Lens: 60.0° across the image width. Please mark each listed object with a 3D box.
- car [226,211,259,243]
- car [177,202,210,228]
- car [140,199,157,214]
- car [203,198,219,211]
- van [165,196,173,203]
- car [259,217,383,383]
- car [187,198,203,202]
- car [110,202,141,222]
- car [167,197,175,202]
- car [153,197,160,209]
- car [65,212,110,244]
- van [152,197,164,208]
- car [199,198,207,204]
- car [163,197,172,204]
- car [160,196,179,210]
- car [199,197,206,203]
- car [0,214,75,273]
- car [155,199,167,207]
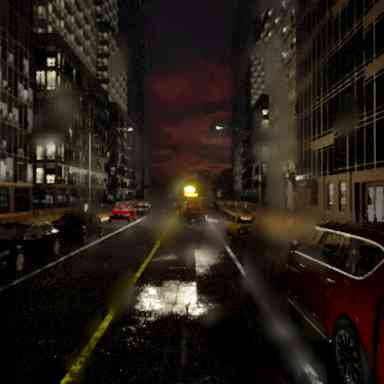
[{"bbox_3d":[2.678,1.637,16.667,1.752,1.417,4.829,0,0,0],"label":"car"},{"bbox_3d":[0.080,1.681,23.459,1.812,1.442,4.674,0,0,0],"label":"car"},{"bbox_3d":[-5.723,1.804,39.271,2.008,1.369,4.403,0,0,0],"label":"car"},{"bbox_3d":[2.653,1.855,44.958,1.947,1.339,4.313,0,0,0],"label":"car"},{"bbox_3d":[-5.762,1.862,84.809,1.690,1.788,3.998,0,0,0],"label":"van"},{"bbox_3d":[2.690,1.351,5.115,2.192,1.841,5.009,0,0,0],"label":"car"},{"bbox_3d":[0.063,1.771,41.493,1.837,1.490,4.892,0,-1,0],"label":"car"},{"bbox_3d":[-5.712,1.765,27.885,1.802,1.307,4.206,0,0,0],"label":"car"},{"bbox_3d":[-5.768,2.119,90.500,1.947,1.339,4.313,0,0,0],"label":"car"},{"bbox_3d":[-5.733,1.868,50.655,1.887,1.381,4.507,0,0,0],"label":"car"},{"bbox_3d":[-5.703,1.676,16.502,1.947,1.339,4.313,0,0,0],"label":"car"},{"bbox_3d":[-5.737,1.698,56.349,1.690,1.788,3.998,0,0,0],"label":"van"},{"bbox_3d":[2.622,2.072,79.108,1.802,1.307,4.206,0,0,0],"label":"car"},{"bbox_3d":[-5.758,1.929,79.115,1.967,1.590,4.097,0,0,0],"label":"car"},{"bbox_3d":[-3.056,1.661,48.607,2.097,1.767,4.553,0,0,0],"label":"car"},{"bbox_3d":[2.617,2.048,84.971,1.752,1.417,4.829,0,0,0],"label":"car"},{"bbox_3d":[-5.697,1.624,10.810,2.008,1.369,4.403,0,0,0],"label":"car"},{"bbox_3d":[-5.743,1.973,62.039,1.802,1.307,4.206,0,0,0],"label":"car"}]
